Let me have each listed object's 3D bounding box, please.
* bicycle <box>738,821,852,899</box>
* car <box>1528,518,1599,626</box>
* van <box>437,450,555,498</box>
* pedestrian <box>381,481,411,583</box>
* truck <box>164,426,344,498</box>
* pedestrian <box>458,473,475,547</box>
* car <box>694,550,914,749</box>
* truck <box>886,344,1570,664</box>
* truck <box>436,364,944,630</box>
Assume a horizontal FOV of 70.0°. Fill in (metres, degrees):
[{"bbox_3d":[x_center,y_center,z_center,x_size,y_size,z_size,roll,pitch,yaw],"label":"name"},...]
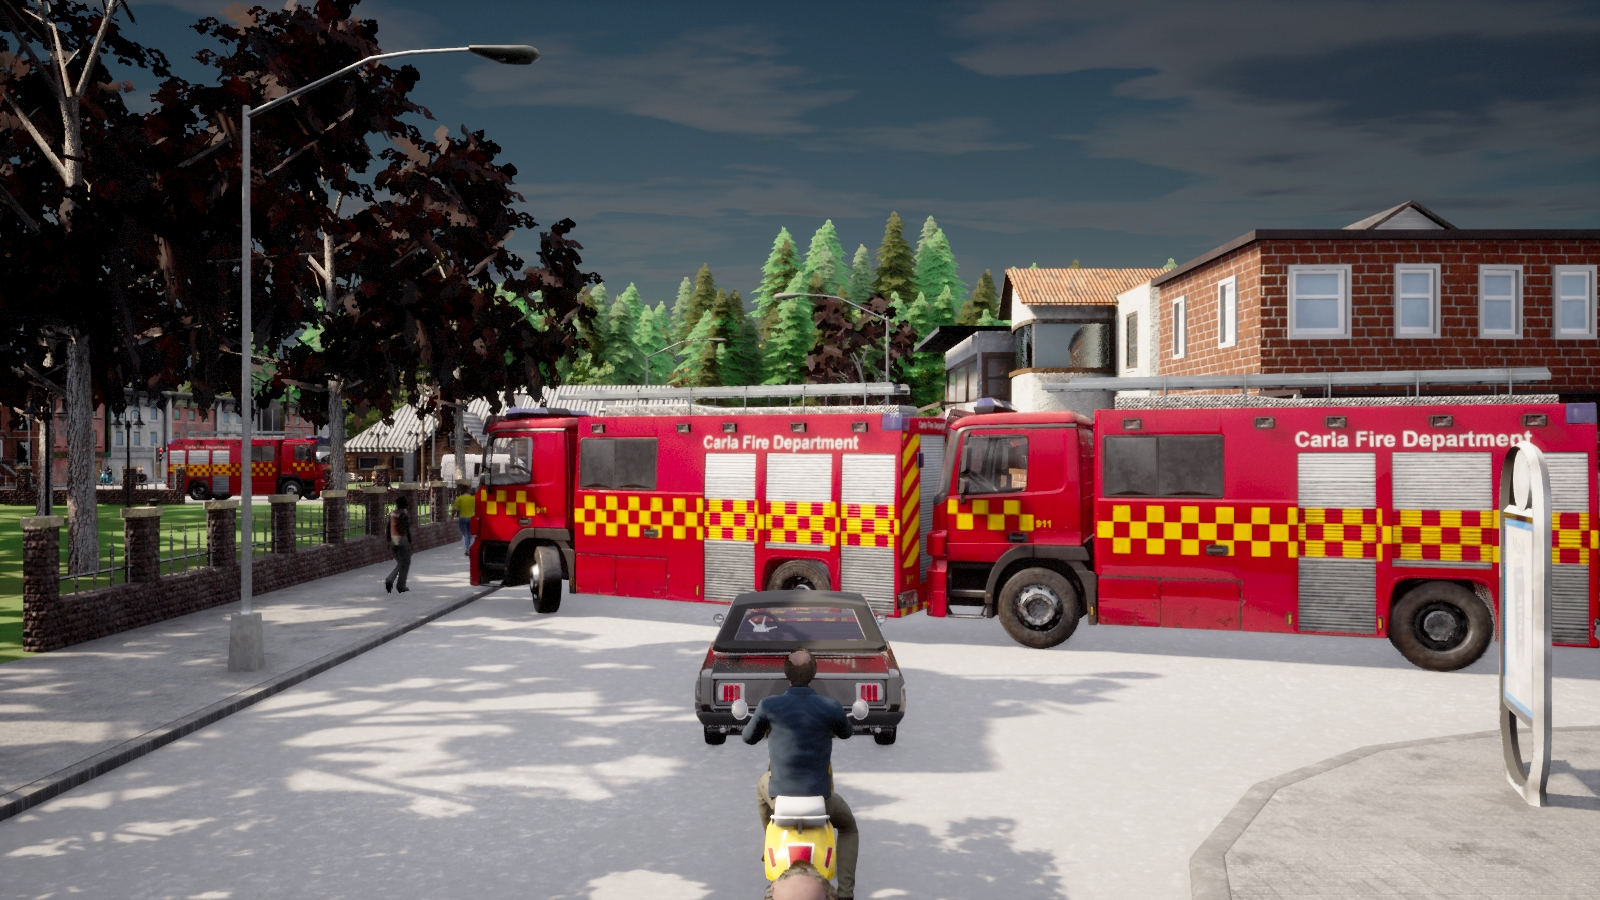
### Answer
[{"bbox_3d":[-0.015,1.938,3.086,0.329,1.271,1.835,0,0,0],"label":"bicycle"},{"bbox_3d":[14.096,1.835,17.290,4.792,1.488,2.163,0,0,0],"label":"car"},{"bbox_3d":[-16.613,1.289,62.612,5.915,2.561,1.988,0,0,0],"label":"van"},{"bbox_3d":[-7.507,1.516,21.234,0.375,1.860,0.375,0,0,28],"label":"pedestrian"},{"bbox_3d":[-29.853,0.645,62.699,8.468,3.827,2.891,0,0,1],"label":"truck"},{"bbox_3d":[-8.458,1.514,28.984,0.375,1.860,0.375,0,0,-20],"label":"pedestrian"},{"bbox_3d":[0.033,1.930,12.217,1.895,1.301,4.718,0,0,0],"label":"car"},{"bbox_3d":[5.726,0.661,16.483,8.468,3.827,2.891,0,0,20],"label":"truck"},{"bbox_3d":[-2.039,0.665,19.659,8.468,3.827,2.891,0,0,27],"label":"truck"}]
